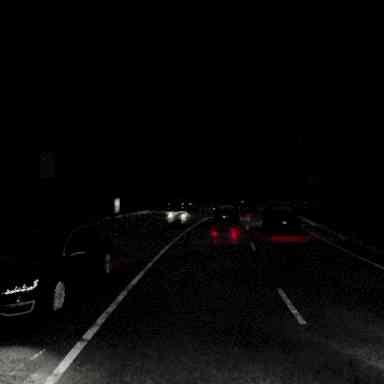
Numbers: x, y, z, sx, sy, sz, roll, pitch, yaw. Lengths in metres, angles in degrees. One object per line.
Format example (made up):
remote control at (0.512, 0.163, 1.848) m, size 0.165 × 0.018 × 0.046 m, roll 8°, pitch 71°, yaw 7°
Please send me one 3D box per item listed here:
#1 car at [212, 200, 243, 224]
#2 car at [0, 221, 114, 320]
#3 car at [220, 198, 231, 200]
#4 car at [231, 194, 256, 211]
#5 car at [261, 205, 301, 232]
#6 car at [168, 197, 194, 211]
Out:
car at (2.624, 1.546, 25.136) m, size 1.812 × 1.442 × 4.674 m, roll 0°, pitch 0°, yaw 10°
car at (-3.240, 1.501, 7.623) m, size 1.837 × 1.490 × 4.892 m, roll 0°, pitch 0°, yaw 4°
car at (4.883, 1.582, 48.193) m, size 2.033 × 1.411 × 5.357 m, roll 0°, pitch 0°, yaw 19°
car at (6.794, 1.263, 42.082) m, size 2.150 × 2.045 × 5.566 m, roll 0°, pitch 0°, yaw 17°
car at (5.349, 1.504, 20.331) m, size 1.882 × 1.535 × 5.008 m, roll 0°, pitch 0°, yaw 9°
car at (-1.310, 1.362, 39.979) m, size 2.097 × 1.767 × 4.553 m, roll 0°, pitch 0°, yaw 16°
